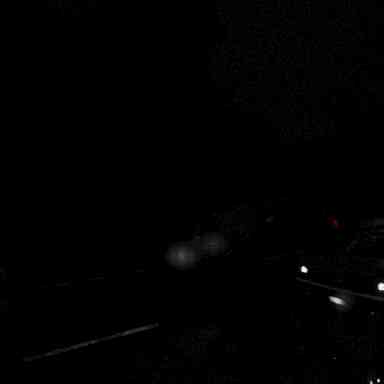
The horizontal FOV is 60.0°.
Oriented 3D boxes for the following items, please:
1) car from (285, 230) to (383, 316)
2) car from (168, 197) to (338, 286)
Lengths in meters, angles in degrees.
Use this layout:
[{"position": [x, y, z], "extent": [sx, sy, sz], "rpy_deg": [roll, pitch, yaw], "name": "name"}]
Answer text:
[{"position": [4.323, 1.571, 7.070], "extent": [4.718, 1.301, 1.895], "rpy_deg": [0, 0, -35], "name": "car"}, {"position": [2.011, 1.191, 9.719], "extent": [5.566, 2.045, 2.150], "rpy_deg": [-1, 0, -35], "name": "car"}]
